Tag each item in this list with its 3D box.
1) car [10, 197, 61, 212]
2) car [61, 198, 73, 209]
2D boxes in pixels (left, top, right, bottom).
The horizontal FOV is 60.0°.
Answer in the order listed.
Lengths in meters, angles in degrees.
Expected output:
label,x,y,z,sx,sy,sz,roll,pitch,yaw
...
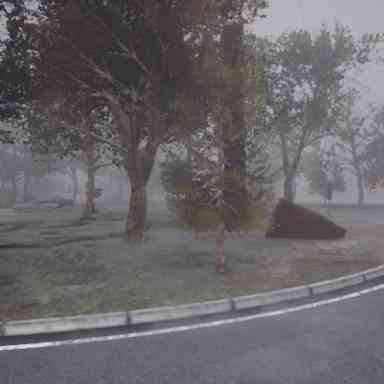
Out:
label,x,y,z,sx,sy,sz,roll,pitch,yaw
car,-17.646,1.566,37.230,4.718,1.301,1.895,-1,0,-39
car,-17.386,1.417,41.239,5.008,1.535,1.882,-1,0,-31
